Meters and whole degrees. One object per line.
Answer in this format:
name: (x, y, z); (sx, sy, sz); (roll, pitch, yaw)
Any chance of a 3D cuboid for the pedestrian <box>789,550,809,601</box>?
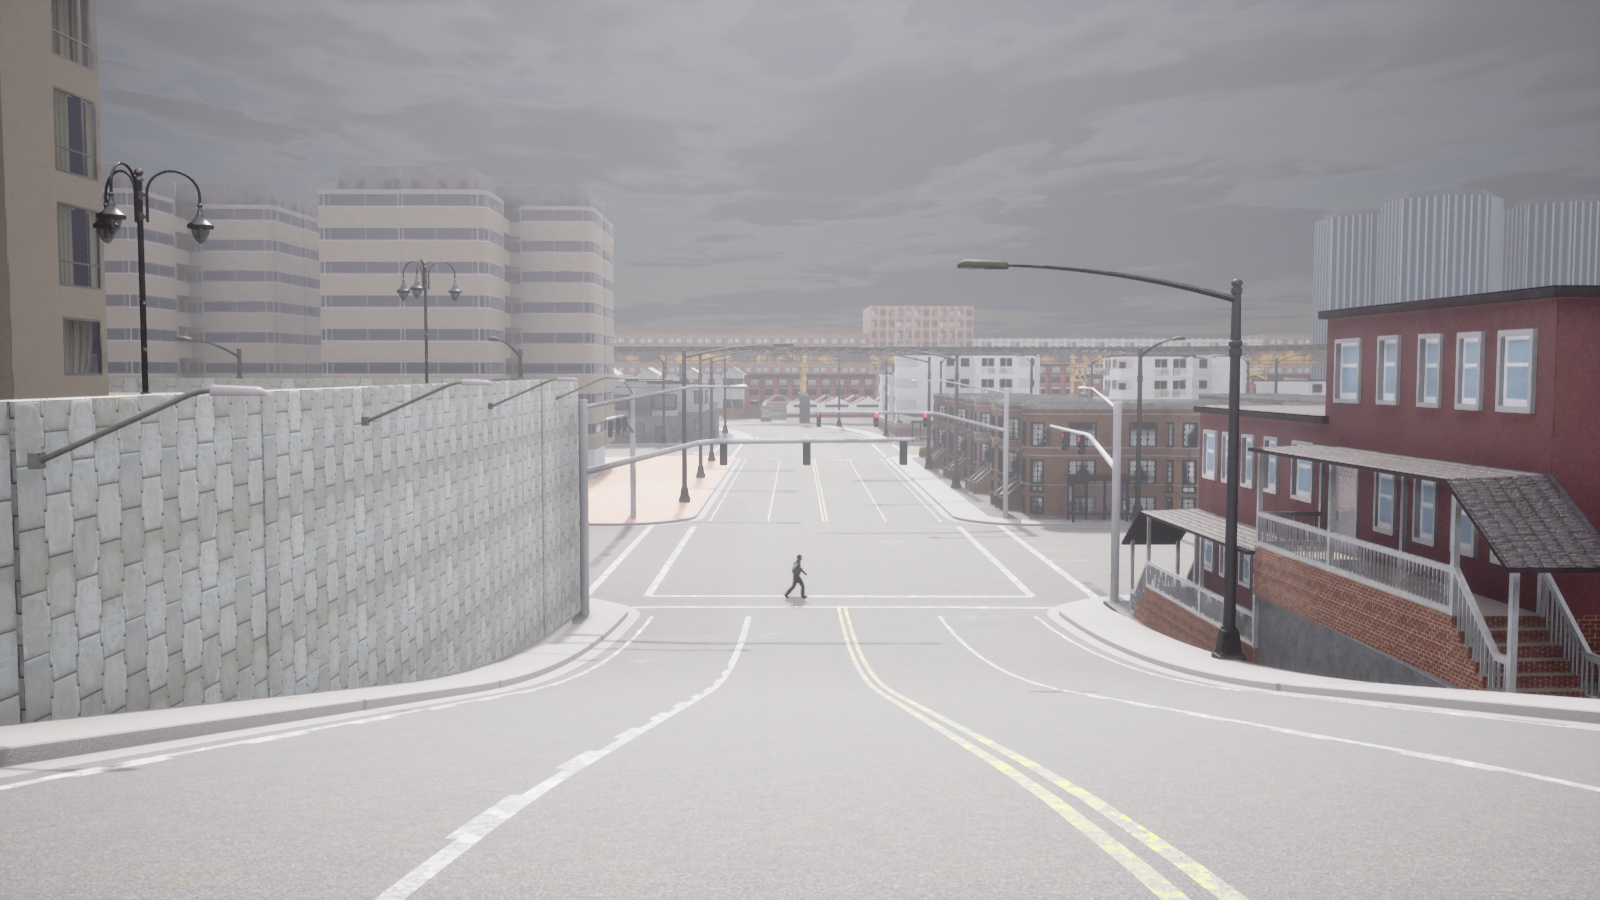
pedestrian: (-0.043, 4.976, 49.742); (0.788, 1.949, 0.423); (0, 4, 0)
